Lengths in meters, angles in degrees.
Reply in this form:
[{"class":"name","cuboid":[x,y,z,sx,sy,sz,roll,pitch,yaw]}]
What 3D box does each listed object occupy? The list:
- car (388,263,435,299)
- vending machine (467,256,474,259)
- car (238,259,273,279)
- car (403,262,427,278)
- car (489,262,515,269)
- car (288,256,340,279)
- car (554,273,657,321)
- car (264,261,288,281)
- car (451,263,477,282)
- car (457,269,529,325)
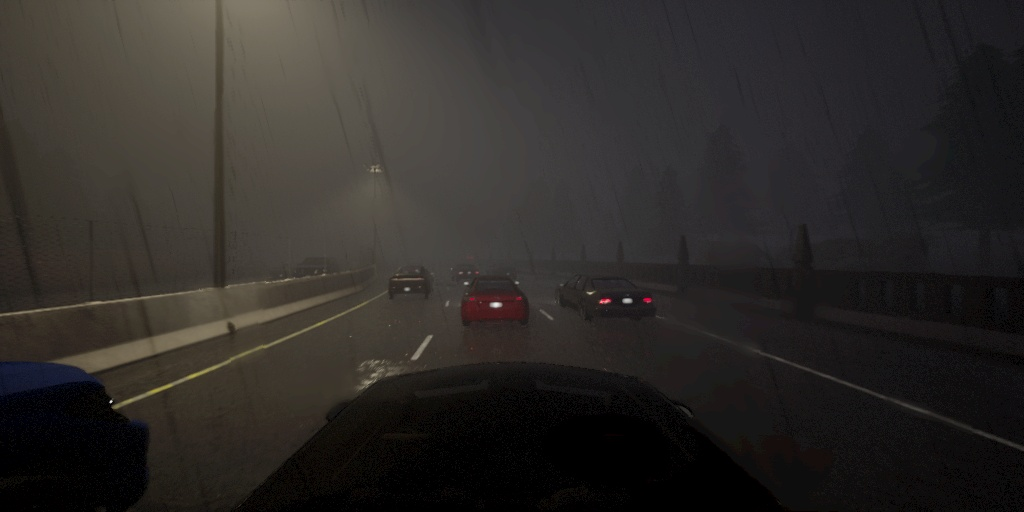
[{"class":"car","cuboid":[-5.043,1.258,18.307,2.128,1.511,4.902,0,0,-9]},{"class":"vending machine","cuboid":[-7.506,0.966,64.768,1.100,2.100,0.880,0,0,-33]},{"class":"car","cuboid":[-24.087,1.329,33.767,2.128,1.511,4.902,0,0,-22]},{"class":"car","cuboid":[-9.719,1.346,35.805,1.994,1.385,4.181,0,0,-20]},{"class":"car","cuboid":[-0.921,1.275,31.462,1.812,1.442,4.674,0,0,-16]},{"class":"car","cuboid":[-14.202,1.025,26.412,2.150,2.045,5.566,0,0,-16]},{"class":"car","cuboid":[2.895,1.285,12.350,2.033,1.411,5.357,0,0,-6]},{"class":"car","cuboid":[-19.231,1.383,30.732,1.994,1.385,4.181,0,0,-19]},{"class":"car","cuboid":[-3.876,1.309,29.285,2.033,1.411,5.357,0,0,-16]},{"class":"car","cuboid":[-0.642,1.315,11.855,1.994,1.385,4.181,0,0,-6]}]
